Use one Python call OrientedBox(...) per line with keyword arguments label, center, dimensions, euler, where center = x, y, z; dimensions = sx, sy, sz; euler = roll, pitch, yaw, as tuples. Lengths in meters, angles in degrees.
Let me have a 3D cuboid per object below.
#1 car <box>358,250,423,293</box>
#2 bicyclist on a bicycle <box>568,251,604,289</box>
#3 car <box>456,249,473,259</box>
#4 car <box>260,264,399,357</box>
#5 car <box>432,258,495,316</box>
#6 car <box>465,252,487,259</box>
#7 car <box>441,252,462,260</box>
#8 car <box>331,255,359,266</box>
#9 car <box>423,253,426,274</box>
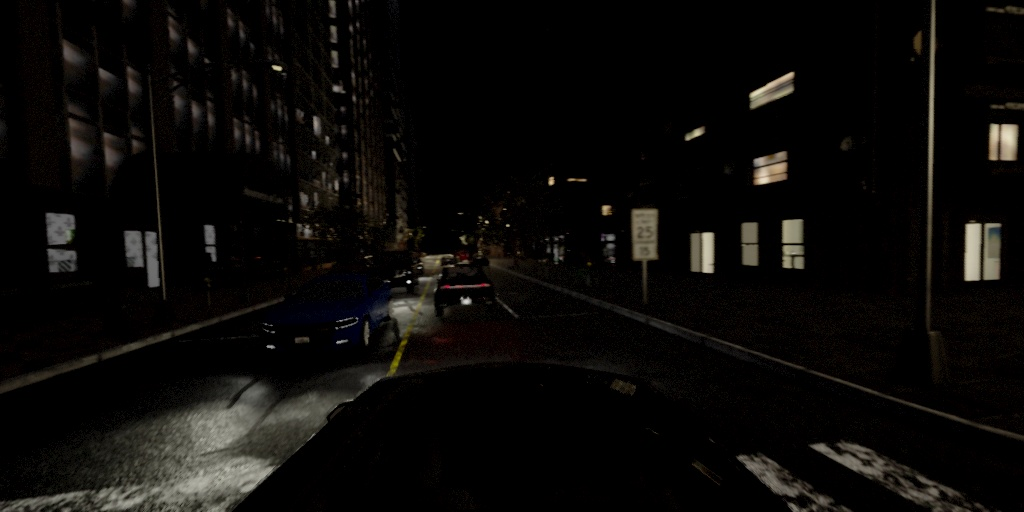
OrientedBox(label="car", center=(-6.148, 0.740, 18.870), dimensions=(2.150, 2.045, 5.566), euler=(-2, 2, -11))
OrientedBox(label="bicyclist on a bicycle", center=(3.197, 0.629, 15.505), dimensions=(1.656, 1.620, 0.582), euler=(-1, 1, -11))
OrientedBox(label="car", center=(-6.374, -0.001, 50.993), dimensions=(2.192, 1.841, 5.009), euler=(0, 0, -11))
OrientedBox(label="car", center=(-4.242, 1.200, 8.948), dimensions=(1.882, 1.535, 5.008), euler=(-2, 2, -10))
OrientedBox(label="car", center=(-1.742, 1.042, 12.642), dimensions=(2.128, 1.511, 4.902), euler=(-2, 2, -10))
OrientedBox(label="car", center=(-3.102, 0.584, 33.969), dimensions=(2.007, 1.370, 4.403), euler=(0, 0, -11))
OrientedBox(label="car", center=(-6.939, 0.594, 39.856), dimensions=(1.895, 1.301, 4.718), euler=(-2, 2, -10))
OrientedBox(label="car", center=(-9.362, 0.860, 21.525), dimensions=(2.192, 1.841, 5.009), euler=(0, 0, -11))
OrientedBox(label="car", center=(-8.078, 0.815, 29.052), dimensions=(1.837, 1.490, 4.892), euler=(-2, 2, -11))
